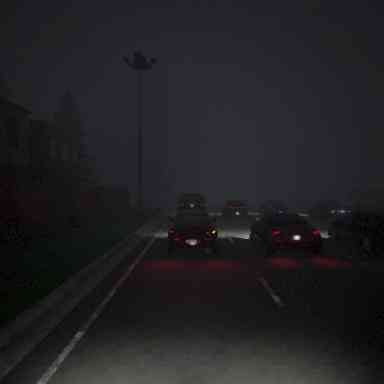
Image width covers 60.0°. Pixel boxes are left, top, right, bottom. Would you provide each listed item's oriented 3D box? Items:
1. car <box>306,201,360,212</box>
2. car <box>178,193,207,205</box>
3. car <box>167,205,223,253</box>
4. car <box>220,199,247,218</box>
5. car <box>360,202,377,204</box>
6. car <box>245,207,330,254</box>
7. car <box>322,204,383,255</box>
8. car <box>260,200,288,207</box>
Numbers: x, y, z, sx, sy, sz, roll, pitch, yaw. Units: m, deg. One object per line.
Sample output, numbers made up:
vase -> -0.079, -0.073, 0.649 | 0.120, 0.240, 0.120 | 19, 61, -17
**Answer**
car -> 10.517, 1.411, 25.835 | 2.033, 1.411, 5.357 | 0, 0, 0
car -> 0.012, 1.081, 26.923 | 2.150, 2.045, 5.566 | 0, 1, 0
car -> 0.047, 1.456, 13.185 | 1.812, 1.442, 4.674 | 0, 0, 1
car -> 3.534, 1.358, 27.987 | 1.837, 1.490, 4.892 | 0, 1, 0
car -> 14.028, 1.456, 27.347 | 1.895, 1.301, 4.718 | 0, 0, 0
car -> 3.548, 1.495, 13.183 | 1.994, 1.385, 4.181 | 0, 0, 1
car -> 7.046, 1.437, 12.993 | 1.837, 1.490, 4.892 | 0, 1, 1
car -> 7.041, 1.374, 28.636 | 1.812, 1.442, 4.674 | 0, 1, 0
